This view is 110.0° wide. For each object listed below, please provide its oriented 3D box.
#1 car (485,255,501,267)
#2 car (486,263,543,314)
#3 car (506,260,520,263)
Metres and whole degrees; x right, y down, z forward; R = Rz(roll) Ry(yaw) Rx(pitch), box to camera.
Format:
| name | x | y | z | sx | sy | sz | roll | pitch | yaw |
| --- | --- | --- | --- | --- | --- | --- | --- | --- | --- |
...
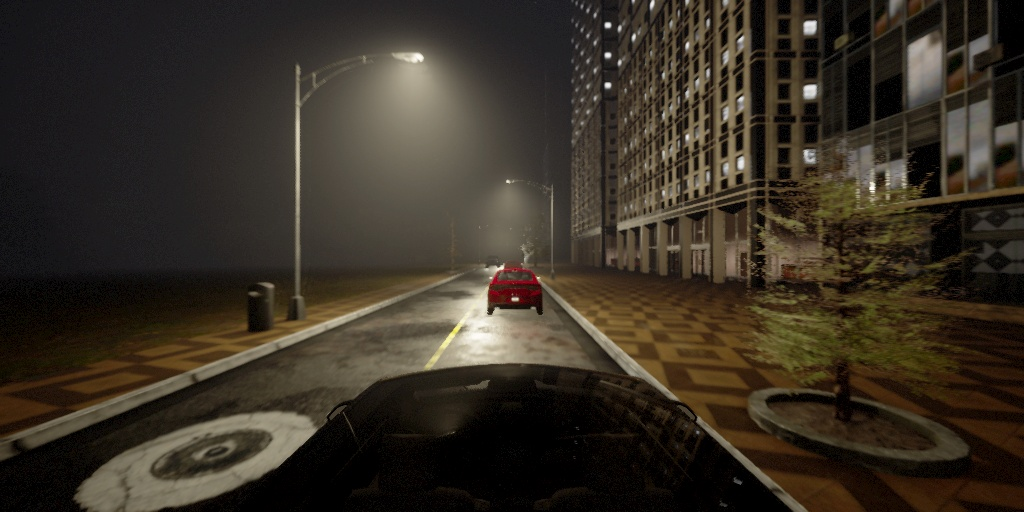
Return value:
| name | x | y | z | sx | sy | sz | roll | pitch | yaw |
| --- | --- | --- | --- | --- | --- | --- | --- | --- | --- |
| car | -2.988 | 0.888 | 56.946 | 2.150 | 2.045 | 5.566 | 0 | 0 | 0 |
| car | 0.103 | 1.207 | 13.748 | 1.882 | 1.535 | 5.008 | 0 | 0 | 0 |
| car | 0.108 | 1.166 | 37.008 | 1.882 | 1.535 | 5.008 | 0 | 0 | 0 |
